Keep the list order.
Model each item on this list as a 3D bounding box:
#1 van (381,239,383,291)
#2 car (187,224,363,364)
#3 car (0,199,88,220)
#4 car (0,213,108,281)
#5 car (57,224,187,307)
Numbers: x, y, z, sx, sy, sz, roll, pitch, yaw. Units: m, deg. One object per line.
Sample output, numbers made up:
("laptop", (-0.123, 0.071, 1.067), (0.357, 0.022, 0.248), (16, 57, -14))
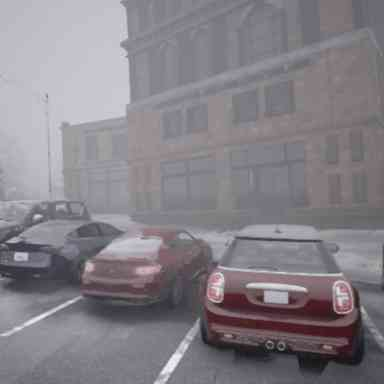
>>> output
("van", (4.054, 1.271, 4.407), (1.878, 1.987, 4.442), (1, -1, 16))
("car", (1.631, 1.373, 6.231), (2.185, 1.767, 4.553), (0, -1, 16))
("car", (-5.653, 1.284, 11.466), (2.435, 2.045, 5.566), (0, -1, 16))
("car", (-3.218, 1.547, 9.773), (2.163, 1.488, 4.792), (0, -1, 16))
("car", (-0.794, 1.544, 7.996), (2.002, 1.452, 4.674), (0, -1, 16))
